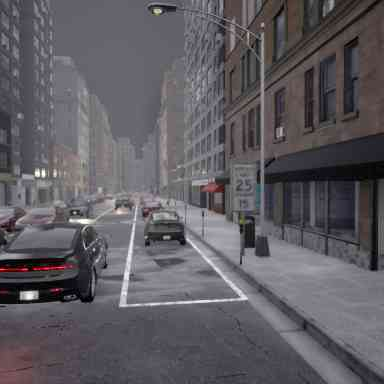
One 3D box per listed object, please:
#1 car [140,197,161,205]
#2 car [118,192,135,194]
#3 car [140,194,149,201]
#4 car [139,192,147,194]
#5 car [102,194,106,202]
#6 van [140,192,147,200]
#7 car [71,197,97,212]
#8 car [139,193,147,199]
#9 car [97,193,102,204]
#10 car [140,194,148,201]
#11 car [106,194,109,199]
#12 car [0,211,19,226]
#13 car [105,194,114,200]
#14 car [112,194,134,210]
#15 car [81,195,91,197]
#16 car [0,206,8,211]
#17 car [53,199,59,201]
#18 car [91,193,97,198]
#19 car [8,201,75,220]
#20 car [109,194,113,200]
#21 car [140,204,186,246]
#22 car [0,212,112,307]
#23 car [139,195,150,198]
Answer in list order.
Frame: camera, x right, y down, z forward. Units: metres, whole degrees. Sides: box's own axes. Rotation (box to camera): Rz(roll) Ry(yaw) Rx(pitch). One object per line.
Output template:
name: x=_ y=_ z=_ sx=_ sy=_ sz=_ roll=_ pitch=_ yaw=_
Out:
car: x=-3.063 y=1.391 z=25.881 sx=1.887 sy=1.381 sz=4.507 roll=-1 pitch=0 yaw=-9
car: x=-9.602 y=1.090 z=48.943 sx=2.097 sy=1.767 sz=4.553 roll=0 pitch=0 yaw=-9
car: x=-10.149 y=1.227 z=70.619 sx=1.947 sy=1.339 sz=4.313 roll=-1 pitch=0 yaw=-9
car: x=-7.493 y=1.152 z=53.840 sx=1.967 sy=1.590 sz=4.097 roll=-1 pitch=0 yaw=-9
car: x=-16.801 y=1.034 z=58.103 sx=2.192 sy=1.841 sz=5.009 roll=-1 pitch=0 yaw=-9
van: x=-11.924 y=0.975 z=81.803 sx=1.690 sy=1.788 sz=3.998 roll=-1 pitch=0 yaw=-9
car: x=-9.343 y=1.413 z=27.507 sx=1.994 sy=1.385 sz=4.181 roll=0 pitch=0 yaw=-10
car: x=-13.694 y=1.053 z=92.988 sx=1.967 sy=1.590 sz=4.097 roll=-1 pitch=0 yaw=-9
car: x=-15.914 y=1.177 z=52.512 sx=1.967 sy=1.590 sz=4.097 roll=-1 pitch=0 yaw=-9
car: x=-11.035 y=1.212 z=76.210 sx=1.947 sy=1.339 sz=4.313 roll=-1 pitch=0 yaw=-9
car: x=-17.686 y=1.142 z=63.698 sx=1.967 sy=1.590 sz=4.097 roll=-1 pitch=0 yaw=-9
car: x=-6.332 y=1.476 z=8.460 sx=1.837 sy=1.490 sz=4.892 roll=0 pitch=0 yaw=-9
car: x=-21.229 y=1.193 z=86.070 sx=1.887 sy=1.381 sz=4.507 roll=-1 pitch=0 yaw=-9
car: x=-7.922 y=1.288 z=38.696 sx=1.837 sy=1.490 sz=4.892 roll=0 pitch=0 yaw=-9
car: x=-14.141 y=1.349 z=41.328 sx=1.947 sy=1.339 sz=4.313 roll=-1 pitch=0 yaw=-9
car: x=-10.597 y=1.488 z=18.958 sx=1.802 sy=1.307 sz=4.206 roll=-1 pitch=0 yaw=-9
car: x=-12.342 y=1.366 z=29.975 sx=1.752 sy=1.417 sz=4.829 roll=-1 pitch=0 yaw=-9
car: x=-15.028 y=1.199 z=46.920 sx=1.967 sy=1.590 sz=4.097 roll=-1 pitch=0 yaw=-9
car: x=-7.787 y=1.436 z=17.661 sx=1.812 sy=1.442 sz=4.674 roll=0 pitch=0 yaw=-9
car: x=-20.342 y=1.204 z=80.477 sx=1.887 sy=1.381 sz=4.507 roll=-1 pitch=0 yaw=-9
car: x=-1.291 y=1.469 z=14.696 sx=2.008 sy=1.369 sz=4.403 roll=-1 pitch=0 yaw=-9
car: x=-3.116 y=1.473 z=7.980 sx=1.837 sy=1.490 sz=4.892 roll=0 pitch=0 yaw=-9
car: x=-4.834 y=1.329 z=37.065 sx=1.887 sy=1.381 sz=4.507 roll=-1 pitch=0 yaw=-9
